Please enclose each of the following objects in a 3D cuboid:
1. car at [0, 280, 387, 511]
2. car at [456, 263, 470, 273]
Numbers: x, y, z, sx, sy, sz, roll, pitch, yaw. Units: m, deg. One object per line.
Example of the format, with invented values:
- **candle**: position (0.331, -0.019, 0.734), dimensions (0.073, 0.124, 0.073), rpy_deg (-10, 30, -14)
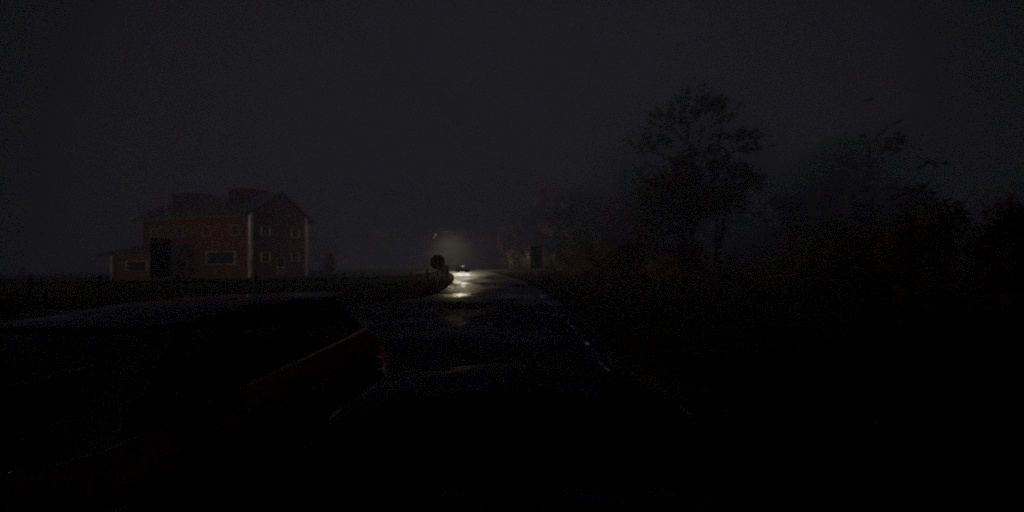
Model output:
- **car**: position (-2.627, 1.131, 2.476), dimensions (2.097, 1.767, 4.553), rpy_deg (-1, -1, 3)
- **car**: position (-7.922, 1.923, 57.380), dimensions (2.128, 1.511, 4.902), rpy_deg (0, -1, -15)
